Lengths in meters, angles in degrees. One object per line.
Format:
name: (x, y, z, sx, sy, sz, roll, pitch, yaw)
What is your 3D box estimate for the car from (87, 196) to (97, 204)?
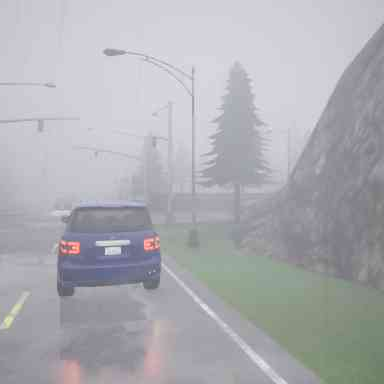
car: (-19.446, 1.526, 64.551, 1.812, 1.442, 4.674, 0, 0, -17)

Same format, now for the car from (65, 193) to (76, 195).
car: (-20.992, 1.221, 57.427, 2.150, 2.045, 5.566, 0, 0, -17)

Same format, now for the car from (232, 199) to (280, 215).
car: (6.403, 1.505, 33.334, 4.892, 1.490, 1.837, 0, 0, -18)

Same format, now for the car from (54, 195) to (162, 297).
car: (-2.280, 1.221, 8.946, 2.150, 2.045, 5.566, 0, 0, -17)

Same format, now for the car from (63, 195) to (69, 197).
car: (-16.532, 1.490, 42.851, 2.128, 1.511, 4.902, 0, 0, -17)
